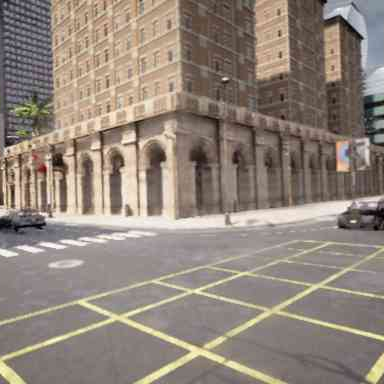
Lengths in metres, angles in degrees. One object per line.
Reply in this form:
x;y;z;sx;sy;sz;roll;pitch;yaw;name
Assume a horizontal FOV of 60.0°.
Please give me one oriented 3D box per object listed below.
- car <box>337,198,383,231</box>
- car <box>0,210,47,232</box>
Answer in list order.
9.494;1.225;17.860;4.181;1.385;1.994;-2;0;-41;car
-12.110;1.961;23.442;5.357;1.411;2.033;-2;0;44;car
